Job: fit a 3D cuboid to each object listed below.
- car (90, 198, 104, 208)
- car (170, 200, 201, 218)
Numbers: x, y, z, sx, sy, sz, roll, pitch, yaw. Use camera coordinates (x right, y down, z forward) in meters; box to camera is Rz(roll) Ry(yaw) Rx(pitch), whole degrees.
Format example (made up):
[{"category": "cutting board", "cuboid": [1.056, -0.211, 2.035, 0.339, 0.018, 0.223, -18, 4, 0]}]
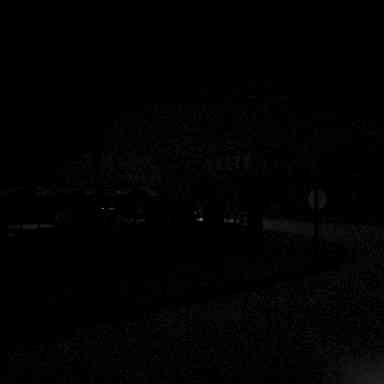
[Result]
[{"category": "car", "cuboid": [-14.201, 1.532, 48.362, 2.033, 1.411, 5.357, 0, 0, -35]}, {"category": "car", "cuboid": [-1.124, 1.487, 29.803, 1.837, 1.490, 4.892, 0, 0, -35]}]
